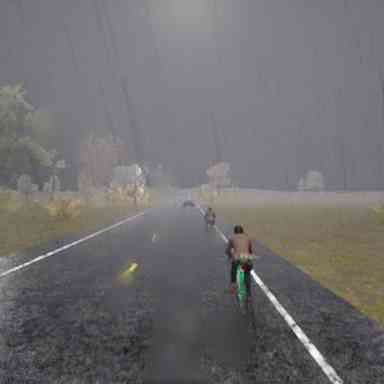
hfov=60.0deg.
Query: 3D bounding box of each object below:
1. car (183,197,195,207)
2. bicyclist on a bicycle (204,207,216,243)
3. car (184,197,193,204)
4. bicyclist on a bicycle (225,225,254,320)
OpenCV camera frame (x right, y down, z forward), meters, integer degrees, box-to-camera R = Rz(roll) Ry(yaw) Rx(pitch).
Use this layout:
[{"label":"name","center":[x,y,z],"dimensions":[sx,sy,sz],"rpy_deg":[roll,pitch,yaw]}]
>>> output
[{"label":"car","center":[-0.528,1.801,57.286],"dimensions":[1.837,1.490,4.892],"rpy_deg":[0,0,-1]},{"label":"bicyclist on a bicycle","center":[0.854,1.535,15.489],"dimensions":[0.582,1.620,1.656],"rpy_deg":[0,-1,-1]},{"label":"car","center":[-0.839,1.877,73.756],"dimensions":[1.837,1.490,4.892],"rpy_deg":[0,0,-1]},{"label":"bicyclist on a bicycle","center":[0.933,1.488,6.471],"dimensions":[0.582,1.620,1.656],"rpy_deg":[0,-1,0]}]
